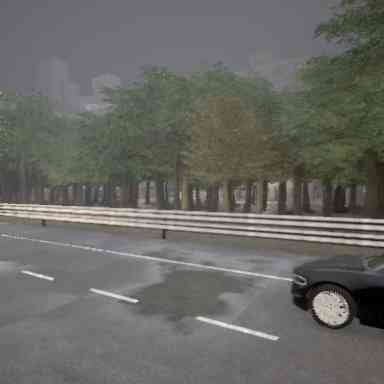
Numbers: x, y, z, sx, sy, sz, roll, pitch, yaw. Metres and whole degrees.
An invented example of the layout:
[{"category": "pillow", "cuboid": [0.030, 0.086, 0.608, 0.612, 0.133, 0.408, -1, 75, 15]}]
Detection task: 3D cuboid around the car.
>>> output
[{"category": "car", "cuboid": [4.109, 1.496, 5.238, 5.008, 1.535, 1.882, 0, 0, 35]}]
